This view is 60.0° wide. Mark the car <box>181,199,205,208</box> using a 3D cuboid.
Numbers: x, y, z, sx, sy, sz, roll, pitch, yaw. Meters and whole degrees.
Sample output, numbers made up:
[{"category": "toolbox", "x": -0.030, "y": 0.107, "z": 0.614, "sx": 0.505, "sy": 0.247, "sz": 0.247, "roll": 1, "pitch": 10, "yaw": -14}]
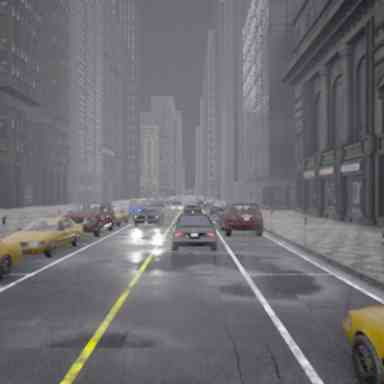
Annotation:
[{"category": "car", "x": 0.091, "y": 1.772, "z": 35.288, "sx": 1.837, "sy": 1.490, "sz": 4.892, "roll": 0, "pitch": 0, "yaw": 0}]

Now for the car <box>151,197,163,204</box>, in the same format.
[{"category": "car", "x": -5.777, "y": 1.678, "z": 47.337, "sx": 2.192, "sy": 1.841, "sz": 5.009, "roll": 0, "pitch": 0, "yaw": 0}]

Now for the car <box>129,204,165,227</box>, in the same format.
[{"category": "car", "x": -3.106, "y": 1.786, "z": 24.754, "sx": 1.895, "sy": 1.301, "sz": 4.718, "roll": 0, "pitch": 0, "yaw": 0}]

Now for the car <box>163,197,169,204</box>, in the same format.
[{"category": "car", "x": -5.780, "y": 1.771, "z": 58.619, "sx": 2.192, "sy": 1.841, "sz": 5.009, "roll": 0, "pitch": 0, "yaw": 0}]

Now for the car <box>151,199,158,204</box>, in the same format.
[{"category": "car", "x": -5.775, "y": 1.868, "z": 41.695, "sx": 2.008, "sy": 1.369, "sz": 4.403, "roll": 0, "pitch": 0, "yaw": 0}]

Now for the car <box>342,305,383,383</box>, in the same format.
[{"category": "car", "x": 2.760, "y": 1.544, "z": 2.392, "sx": 1.752, "sy": 1.417, "sz": 4.829, "roll": 0, "pitch": 0, "yaw": 0}]

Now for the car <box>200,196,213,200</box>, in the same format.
[{"category": "car", "x": 2.747, "y": 1.850, "z": 52.984, "sx": 1.967, "sy": 1.590, "sz": 4.097, "roll": 0, "pitch": 0, "yaw": 0}]

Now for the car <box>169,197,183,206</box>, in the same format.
[{"category": "car", "x": -3.022, "y": 2.115, "z": 66.240, "sx": 1.895, "sy": 1.301, "sz": 4.718, "roll": 0, "pitch": 0, "yaw": 0}]

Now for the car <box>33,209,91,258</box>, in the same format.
[{"category": "car", "x": -5.768, "y": 1.624, "z": 13.323, "sx": 1.752, "sy": 1.417, "sz": 4.829, "roll": 0, "pitch": 0, "yaw": 0}]

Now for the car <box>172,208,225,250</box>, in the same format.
[{"category": "car", "x": 0.097, "y": 1.657, "z": 14.798, "sx": 2.033, "sy": 1.411, "sz": 5.357, "roll": 0, "pitch": 0, "yaw": 0}]

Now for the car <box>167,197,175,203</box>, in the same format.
[{"category": "car", "x": -5.787, "y": 2.257, "z": 92.290, "sx": 1.752, "sy": 1.417, "sz": 4.829, "roll": 0, "pitch": 0, "yaw": 0}]

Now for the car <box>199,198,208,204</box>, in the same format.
[{"category": "car", "x": 2.741, "y": 2.186, "z": 81.186, "sx": 1.887, "sy": 1.381, "sz": 4.507, "roll": 0, "pitch": 0, "yaw": 0}]

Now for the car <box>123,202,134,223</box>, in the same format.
[{"category": "car", "x": -5.770, "y": 1.709, "z": 24.604, "sx": 1.752, "sy": 1.417, "sz": 4.829, "roll": 0, "pitch": 0, "yaw": 0}]

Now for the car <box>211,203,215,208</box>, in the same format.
[{"category": "car", "x": 2.755, "y": 1.736, "z": 24.782, "sx": 2.008, "sy": 1.369, "sz": 4.403, "roll": 0, "pitch": 0, "yaw": 0}]

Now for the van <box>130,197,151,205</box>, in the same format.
[{"category": "van", "x": -5.774, "y": 1.614, "z": 36.057, "sx": 1.690, "sy": 1.788, "sz": 3.998, "roll": 0, "pitch": 0, "yaw": 0}]

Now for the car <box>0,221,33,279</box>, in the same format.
[{"category": "car", "x": -5.766, "y": 1.582, "z": 7.682, "sx": 1.752, "sy": 1.417, "sz": 4.829, "roll": 0, "pitch": 0, "yaw": 0}]

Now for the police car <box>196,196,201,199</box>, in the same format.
[{"category": "police car", "x": 2.351, "y": 1.947, "z": 66.761, "sx": 1.930, "sy": 1.638, "sz": 5.238, "roll": 0, "pitch": 0, "yaw": 0}]

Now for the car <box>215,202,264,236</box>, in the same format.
[{"category": "car", "x": 2.755, "y": 1.457, "z": 19.144, "sx": 2.192, "sy": 1.841, "sz": 5.009, "roll": 0, "pitch": 0, "yaw": 0}]

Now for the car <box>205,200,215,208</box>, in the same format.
[{"category": "car", "x": 2.752, "y": 1.824, "z": 36.063, "sx": 2.008, "sy": 1.369, "sz": 4.403, "roll": 0, "pitch": 0, "yaw": 0}]

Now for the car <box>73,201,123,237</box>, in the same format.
[{"category": "car", "x": -5.770, "y": 1.457, "z": 19.135, "sx": 2.192, "sy": 1.841, "sz": 5.009, "roll": 0, "pitch": 0, "yaw": 0}]
